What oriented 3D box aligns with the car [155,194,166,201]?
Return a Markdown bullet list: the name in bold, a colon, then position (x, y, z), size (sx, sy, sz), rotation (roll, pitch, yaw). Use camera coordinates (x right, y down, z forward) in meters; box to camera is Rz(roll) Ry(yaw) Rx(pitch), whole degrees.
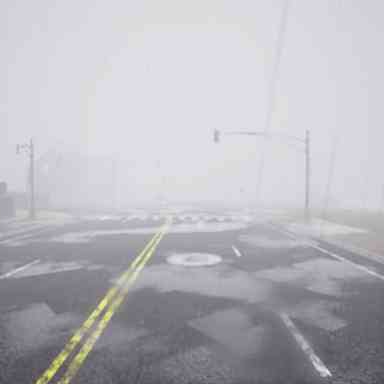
- **car**: position (-6.459, 1.115, 67.794), size (1.882, 1.535, 5.008), rotation (0, 0, 0)
